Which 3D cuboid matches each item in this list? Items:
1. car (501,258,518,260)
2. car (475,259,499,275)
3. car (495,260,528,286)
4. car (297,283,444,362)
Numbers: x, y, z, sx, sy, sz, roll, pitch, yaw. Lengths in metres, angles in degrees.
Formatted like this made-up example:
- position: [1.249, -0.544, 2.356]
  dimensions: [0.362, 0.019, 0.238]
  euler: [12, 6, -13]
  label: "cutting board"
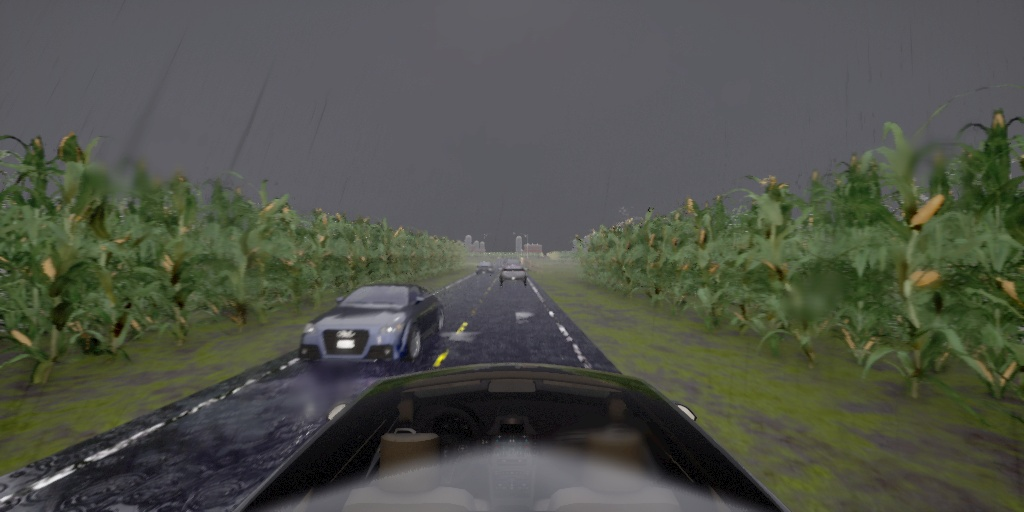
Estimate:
- position: [0.089, 1.091, 44.717]
  dimensions: [2.097, 1.767, 4.553]
  euler: [0, 0, 0]
  label: "car"
- position: [-2.855, 1.292, 38.862]
  dimensions: [2.033, 1.411, 5.357]
  euler: [0, 0, 0]
  label: "car"
- position: [0.093, 1.245, 25.631]
  dimensions: [2.128, 1.511, 4.902]
  euler: [0, 0, 0]
  label: "car"
- position: [-2.829, 1.317, 8.102]
  dimensions: [1.994, 1.385, 4.181]
  euler: [0, 0, 0]
  label: "car"
